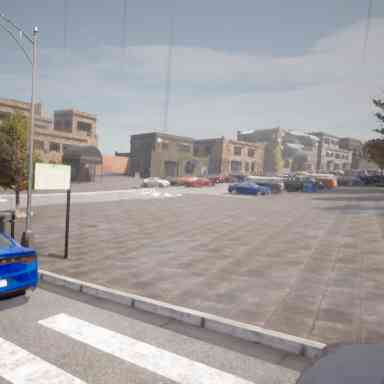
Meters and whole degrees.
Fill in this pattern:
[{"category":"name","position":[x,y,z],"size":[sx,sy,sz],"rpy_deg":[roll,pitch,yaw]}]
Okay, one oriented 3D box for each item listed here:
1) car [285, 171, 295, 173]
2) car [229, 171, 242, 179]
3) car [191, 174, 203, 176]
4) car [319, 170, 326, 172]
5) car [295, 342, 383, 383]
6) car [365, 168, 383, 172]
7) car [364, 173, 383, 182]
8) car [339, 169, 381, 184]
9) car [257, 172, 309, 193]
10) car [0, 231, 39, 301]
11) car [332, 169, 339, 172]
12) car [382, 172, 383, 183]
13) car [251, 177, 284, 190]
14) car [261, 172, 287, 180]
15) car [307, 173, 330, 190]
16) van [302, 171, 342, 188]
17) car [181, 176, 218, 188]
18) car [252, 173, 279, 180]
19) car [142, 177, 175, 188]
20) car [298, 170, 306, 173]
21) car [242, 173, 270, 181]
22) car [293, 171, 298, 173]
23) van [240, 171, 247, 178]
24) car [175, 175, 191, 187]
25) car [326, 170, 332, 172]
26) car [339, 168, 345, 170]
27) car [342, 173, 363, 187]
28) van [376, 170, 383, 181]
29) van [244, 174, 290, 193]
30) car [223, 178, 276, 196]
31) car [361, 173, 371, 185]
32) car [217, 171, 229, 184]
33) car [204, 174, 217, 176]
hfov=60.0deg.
[{"category":"car","position":[15.950,-2.460,60.076],"size":[4.674,1.442,1.812],"rpy_deg":[-4,7,-39]},{"category":"car","position":[5.779,-2.458,59.932],"size":[5.008,1.535,2.097],"rpy_deg":[2,5,30]},{"category":"car","position":[-0.978,-2.017,54.241],"size":[4.553,1.767,2.185],"rpy_deg":[2,6,30]},{"category":"car","position":[28.390,-4.270,78.585],"size":[4.674,1.452,2.002],"rpy_deg":[2,5,31]},{"category":"car","position":[3.009,1.549,1.280],"size":[5.357,1.411,2.033],"rpy_deg":[0,0,35]},{"category":"car","position":[32.531,-2.706,58.940],"size":[5.566,2.045,2.435],"rpy_deg":[4,7,30]},{"category":"car","position":[34.657,-2.661,60.965],"size":[5.366,1.575,1.946],"rpy_deg":[4,7,30]},{"category":"car","position":[27.861,-2.326,55.162],"size":[5.566,2.045,2.435],"rpy_deg":[4,7,31]},{"category":"car","position":[11.296,-1.023,42.214],"size":[5.566,2.045,2.435],"rpy_deg":[4,7,32]},{"category":"car","position":[-5.401,1.445,7.367],"size":[5.008,1.535,1.882],"rpy_deg":[1,1,36]},{"category":"car","position":[32.929,-4.650,82.278],"size":[5.008,1.535,2.097],"rpy_deg":[2,6,31]},{"category":"car","position":[30.178,-2.267,57.090],"size":[4.892,1.521,2.231],"rpy_deg":[4,7,31]},{"category":"car","position":[10.776,-1.289,47.663],"size":[1.837,1.490,4.892],"rpy_deg":[-4,6,-27]},{"category":"car","position":[17.067,-3.391,69.284],"size":[5.008,1.535,2.097],"rpy_deg":[2,5,30]},{"category":"car","position":[16.023,-1.270,45.915],"size":[4.553,1.767,2.185],"rpy_deg":[4,7,32]},{"category":"van","position":[18.514,-1.546,47.673],"size":[4.442,1.987,1.878],"rpy_deg":[4,7,32]},{"category":"car","position":[1.149,-1.304,49.344],"size":[4.718,1.301,1.895],"rpy_deg":[-5,7,-38]},{"category":"car","position":[14.838,-3.173,67.399],"size":[4.792,1.488,2.163],"rpy_deg":[2,5,30]},{"category":"car","position":[-5.519,-1.476,50.499],"size":[4.674,1.452,2.002],"rpy_deg":[2,5,30]},{"category":"car","position":[21.598,-3.760,72.994],"size":[4.892,1.521,2.231],"rpy_deg":[2,6,30]},{"category":"car","position":[12.549,-3.018,65.550],"size":[5.008,1.535,2.097],"rpy_deg":[2,5,30]},{"category":"car","position":[19.336,-3.575,71.137],"size":[4.892,1.521,2.231],"rpy_deg":[2,6,30]},{"category":"van","position":[7.937,-2.873,61.843],"size":[4.442,1.987,1.878],"rpy_deg":[2,6,30]},{"category":"car","position":[-3.234,-1.674,52.373],"size":[4.792,1.488,2.163],"rpy_deg":[2,5,30]},{"category":"car","position":[30.676,-4.606,80.398],"size":[4.553,1.767,2.185],"rpy_deg":[2,6,31]},{"category":"car","position":[35.189,-4.810,84.138],"size":[5.008,1.535,2.097],"rpy_deg":[2,5,31]},{"category":"car","position":[23.134,-1.700,51.453],"size":[4.892,1.521,2.231],"rpy_deg":[4,7,31]},{"category":"van","position":[37.233,-3.055,62.689],"size":[4.442,1.987,1.878],"rpy_deg":[4,7,30]},{"category":"van","position":[9.062,-0.805,40.308],"size":[4.442,1.987,1.878],"rpy_deg":[4,7,32]},{"category":"car","position":[6.596,-0.402,38.556],"size":[5.008,1.535,2.097],"rpy_deg":[4,7,32]},{"category":"car","position":[25.507,-1.858,53.316],"size":[4.792,1.488,2.163],"rpy_deg":[4,7,31]},{"category":"car","position":[3.544,-2.393,58.012],"size":[4.553,1.767,2.185],"rpy_deg":[2,6,30]},{"category":"car","position":[1.233,-2.052,56.172],"size":[4.792,1.488,2.163],"rpy_deg":[2,6,30]}]
